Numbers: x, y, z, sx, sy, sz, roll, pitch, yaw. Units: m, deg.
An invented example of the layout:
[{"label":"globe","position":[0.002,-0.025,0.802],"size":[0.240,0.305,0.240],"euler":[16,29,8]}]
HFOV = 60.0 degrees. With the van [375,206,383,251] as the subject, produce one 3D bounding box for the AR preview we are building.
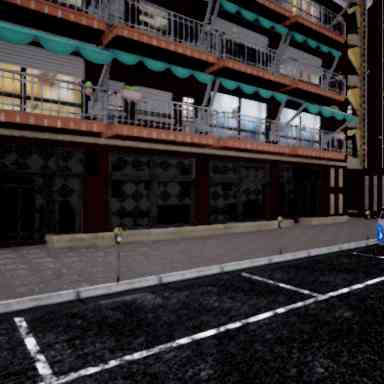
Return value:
[{"label":"van","position":[8.619,1.335,12.705],"size":[3.998,1.788,1.690],"euler":[0,0,-36]}]
